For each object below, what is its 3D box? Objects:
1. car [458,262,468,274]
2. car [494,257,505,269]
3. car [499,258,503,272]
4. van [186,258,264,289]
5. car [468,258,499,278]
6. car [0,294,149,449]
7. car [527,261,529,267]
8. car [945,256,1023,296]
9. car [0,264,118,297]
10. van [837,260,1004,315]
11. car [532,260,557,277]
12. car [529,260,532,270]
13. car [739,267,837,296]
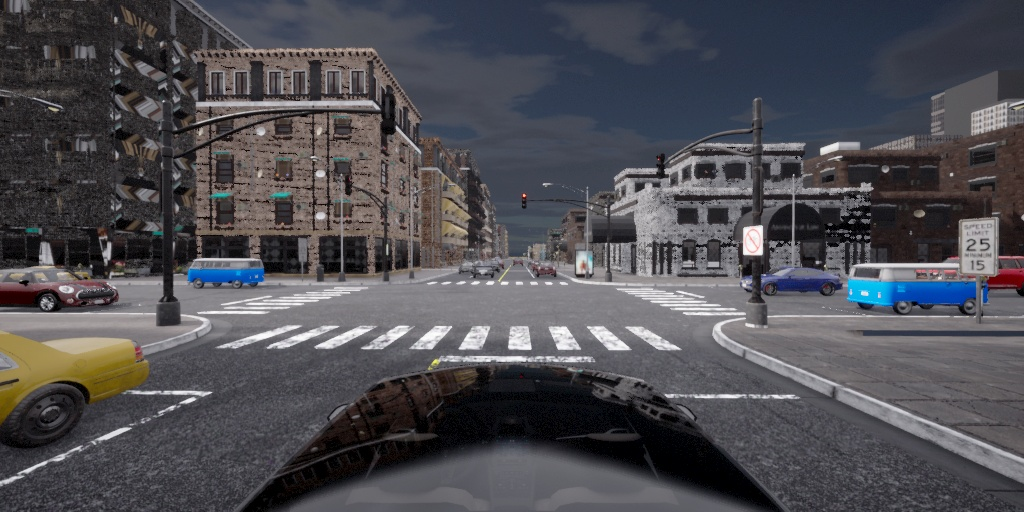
[{"bbox_3d":[-5.031,1.311,40.924,2.007,1.370,4.403,0,0,1],"label":"car"},{"bbox_3d":[-2.174,1.252,55.747,1.882,1.535,5.008,0,0,1],"label":"car"},{"bbox_3d":[-2.386,1.268,43.992,1.837,1.490,4.892,0,0,1],"label":"car"},{"bbox_3d":[-17.430,1.030,21.886,3.998,1.789,1.690,0,0,1],"label":"van"},{"bbox_3d":[-2.571,1.246,33.722,2.128,1.511,4.902,0,0,-1],"label":"car"},{"bbox_3d":[-5.681,1.275,2.609,1.751,1.417,4.829,0,0,1],"label":"car"},{"bbox_3d":[3.542,1.321,52.187,2.007,1.370,4.403,0,0,1],"label":"car"},{"bbox_3d":[24.350,1.019,18.891,5.566,2.045,2.150,0,0,0],"label":"car"},{"bbox_3d":[-17.529,1.190,13.506,4.097,1.591,1.967,0,0,1],"label":"car"},{"bbox_3d":[14.849,1.156,13.198,3.998,1.789,1.690,0,0,1],"label":"van"},{"bbox_3d":[3.253,1.195,35.099,1.967,1.591,4.097,0,0,1],"label":"car"},{"bbox_3d":[3.445,1.347,46.491,1.802,1.307,4.207,0,0,1],"label":"car"},{"bbox_3d":[14.688,1.298,18.982,4.674,1.442,1.812,0,0,2],"label":"car"}]
